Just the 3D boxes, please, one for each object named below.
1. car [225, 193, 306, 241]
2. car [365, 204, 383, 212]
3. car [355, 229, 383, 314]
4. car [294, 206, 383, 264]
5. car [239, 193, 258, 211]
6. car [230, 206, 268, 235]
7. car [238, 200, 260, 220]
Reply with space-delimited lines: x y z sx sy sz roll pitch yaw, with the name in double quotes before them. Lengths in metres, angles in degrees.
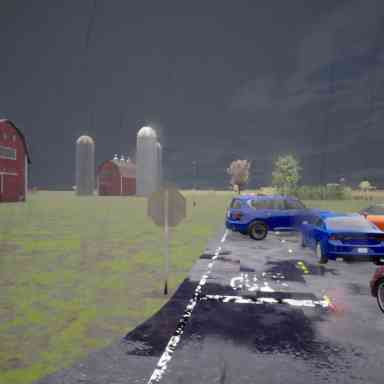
"car" 4.432 1.215 16.579 5.566 2.045 2.150 0 1 -9
"car" 9.251 1.371 16.409 4.553 1.767 2.097 0 0 39
"car" 4.620 1.529 4.584 1.812 1.442 4.674 0 0 -9
"car" 5.112 1.481 11.761 1.882 1.535 5.008 0 0 8
"car" 7.062 1.214 41.690 2.150 2.045 5.566 0 0 10
"car" 3.261 1.606 19.923 1.895 1.301 4.718 0 0 5
"car" 5.068 1.504 29.745 1.837 1.490 4.892 0 0 9
